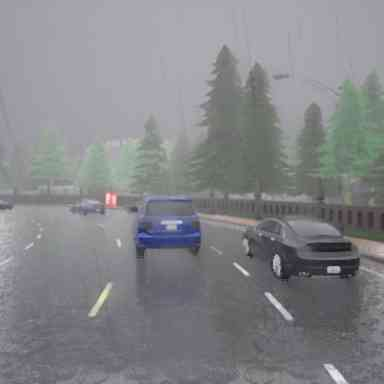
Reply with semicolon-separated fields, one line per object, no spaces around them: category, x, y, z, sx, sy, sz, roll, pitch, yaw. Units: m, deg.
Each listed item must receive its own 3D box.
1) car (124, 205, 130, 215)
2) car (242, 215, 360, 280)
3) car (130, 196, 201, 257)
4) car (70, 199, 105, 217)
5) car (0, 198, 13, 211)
car;-4.154;1.434;28.611;1.895;1.301;4.718;0;0;-33
car;2.876;1.449;9.802;1.837;1.490;4.892;0;1;-7
car;-1.144;1.149;12.850;2.150;2.045;5.566;0;1;-11
car;-9.323;1.352;29.672;1.812;1.442;4.674;0;0;-38
car;-20.986;1.272;35.145;5.008;1.535;1.882;0;0;31
